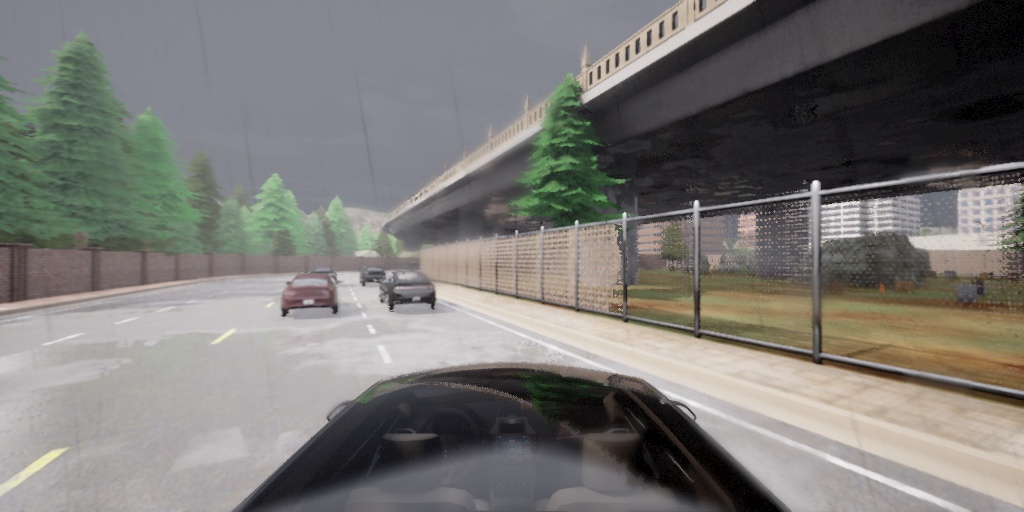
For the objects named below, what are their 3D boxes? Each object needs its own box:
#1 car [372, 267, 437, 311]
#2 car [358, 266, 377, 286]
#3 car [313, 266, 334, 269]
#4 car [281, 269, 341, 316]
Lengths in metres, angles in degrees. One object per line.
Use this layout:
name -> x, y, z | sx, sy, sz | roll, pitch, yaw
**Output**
car -> -4.581, 1.396, 15.437 | 2.128, 1.511, 4.902 | 0, -1, -26
car -> -11.203, 1.559, 28.897 | 1.837, 1.490, 4.892 | 0, 0, -25
car -> -14.344, 1.523, 27.354 | 2.128, 1.511, 4.902 | 0, -1, -26
car -> -7.892, 1.412, 14.249 | 1.812, 1.442, 4.674 | 0, -1, -26
